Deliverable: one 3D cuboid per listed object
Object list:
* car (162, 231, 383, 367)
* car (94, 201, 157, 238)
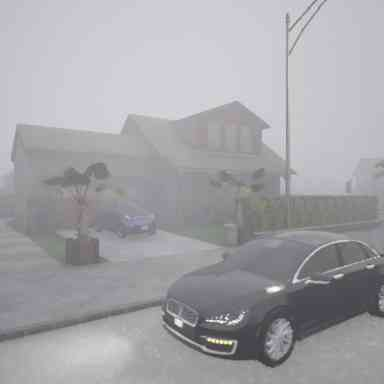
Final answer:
[{"bbox_3d":[1.804,1.505,5.869,4.892,1.490,1.837,0,0,-35],"label":"car"},{"bbox_3d":[-3.079,1.174,15.254,1.845,1.501,3.633,0,0,-38],"label":"car"}]
